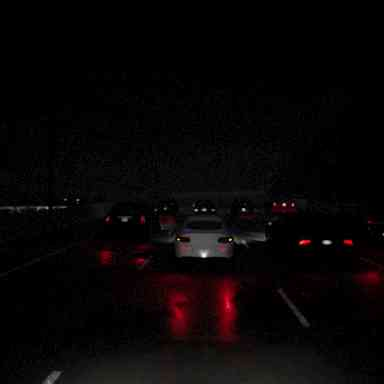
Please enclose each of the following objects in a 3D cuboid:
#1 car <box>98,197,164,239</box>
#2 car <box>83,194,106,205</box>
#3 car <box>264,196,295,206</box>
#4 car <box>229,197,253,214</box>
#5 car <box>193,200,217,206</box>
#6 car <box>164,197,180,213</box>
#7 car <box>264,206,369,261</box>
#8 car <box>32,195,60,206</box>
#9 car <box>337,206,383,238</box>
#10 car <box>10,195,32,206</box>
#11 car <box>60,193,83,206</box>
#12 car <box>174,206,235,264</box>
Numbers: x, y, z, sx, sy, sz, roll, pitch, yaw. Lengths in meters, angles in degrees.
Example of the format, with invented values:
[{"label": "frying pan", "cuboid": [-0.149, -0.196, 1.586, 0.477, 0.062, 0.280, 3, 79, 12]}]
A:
[{"label": "car", "cuboid": [-2.848, 1.231, 16.664, 2.097, 1.767, 4.553, 0, 1, 2]}, {"label": "car", "cuboid": [-12.464, 1.209, 45.025, 2.033, 1.411, 5.357, 0, 0, 2]}, {"label": "car", "cuboid": [8.217, 1.155, 31.455, 2.097, 1.767, 4.553, 0, 0, 2]}, {"label": "car", "cuboid": [4.743, 1.294, 32.144, 1.837, 1.490, 4.892, 0, 0, 2]}, {"label": "car", "cuboid": [1.029, 1.364, 27.101, 2.033, 1.411, 5.357, 0, 0, 3]}, {"label": "car", "cuboid": [-2.266, 1.266, 32.091, 2.128, 1.511, 4.902, 0, 0, 2]}, {"label": "car", "cuboid": [3.962, 1.474, 11.982, 2.033, 1.411, 5.357, 0, 0, 3]}, {"label": "car", "cuboid": [-19.436, 1.144, 45.711, 1.837, 1.490, 4.892, 0, 1, 2]}, {"label": "car", "cuboid": [7.604, 1.403, 15.291, 2.128, 1.511, 4.902, 0, 0, 2]}, {"label": "car", "cuboid": [-22.942, 1.124, 45.561, 2.128, 1.511, 4.902, 0, 1, 2]}, {"label": "car", "cuboid": [-15.915, 0.998, 46.124, 2.097, 1.767, 4.553, 0, 0, 2]}, {"label": "car", "cuboid": [0.431, 1.447, 11.396, 1.812, 1.442, 4.674, 0, 1, 3]}]
